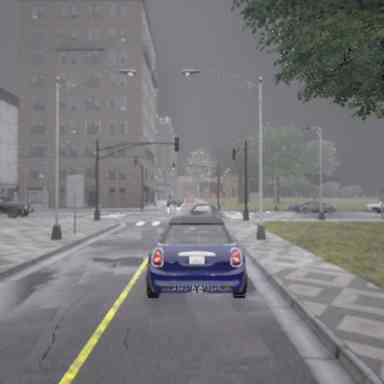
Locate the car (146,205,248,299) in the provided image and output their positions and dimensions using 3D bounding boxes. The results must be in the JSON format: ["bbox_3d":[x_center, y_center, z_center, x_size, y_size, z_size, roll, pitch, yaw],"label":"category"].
[{"bbox_3d":[0.097,1.374,8.695,2.097,1.767,4.553,0,0,0],"label":"car"}]

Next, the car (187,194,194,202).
[{"bbox_3d":[-0.426,1.652,93.827,2.150,2.045,5.566,0,0,0],"label":"car"}]

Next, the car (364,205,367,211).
[{"bbox_3d":[22.954,1.712,39.542,4.674,1.442,1.812,0,-1,0],"label":"car"}]

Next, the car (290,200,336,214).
[{"bbox_3d":[13.376,1.699,36.256,4.181,1.385,1.994,0,-1,-1],"label":"car"}]

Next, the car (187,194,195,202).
[{"bbox_3d":[-0.401,1.711,83.547,2.097,1.767,4.553,0,0,0],"label":"car"}]

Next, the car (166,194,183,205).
[{"bbox_3d":[-2.951,1.406,54.104,2.150,2.045,5.566,0,0,-2],"label":"car"}]

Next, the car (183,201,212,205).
[{"bbox_3d":[0.963,1.590,24.195,1.812,1.442,4.674,0,0,14],"label":"car"}]

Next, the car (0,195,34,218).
[{"bbox_3d":[-17.119,1.249,29.500,5.566,2.045,2.150,0,-1,0],"label":"car"}]

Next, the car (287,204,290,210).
[{"bbox_3d":[13.793,1.669,39.518,4.902,1.511,2.128,0,-1,0],"label":"car"}]

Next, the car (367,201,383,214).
[{"bbox_3d":[22.614,1.692,36.287,5.357,1.411,2.033,0,-1,0],"label":"car"}]
